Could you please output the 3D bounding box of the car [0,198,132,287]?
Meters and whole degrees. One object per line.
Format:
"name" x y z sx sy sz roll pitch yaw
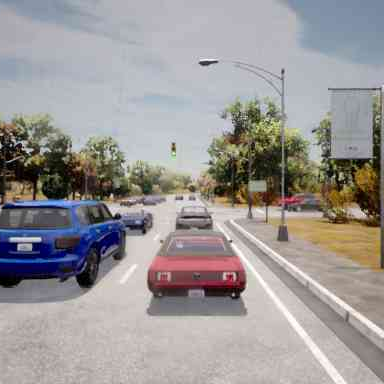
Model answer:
"car" -3.398 1.221 9.483 2.150 2.045 5.566 0 0 0

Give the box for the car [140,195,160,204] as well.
"car" -7.045 1.523 56.114 1.812 1.442 4.674 0 0 0

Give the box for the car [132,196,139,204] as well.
"car" -10.551 1.599 54.749 1.895 1.301 4.718 0 0 0

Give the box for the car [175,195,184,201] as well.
"car" -3.442 1.522 87.447 2.128 1.511 4.902 0 0 0

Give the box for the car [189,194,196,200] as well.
"car" 0.063 1.356 95.482 1.882 1.535 5.008 0 0 0

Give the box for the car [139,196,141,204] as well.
"car" -10.504 1.523 63.784 1.812 1.442 4.674 0 0 1

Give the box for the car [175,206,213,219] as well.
"car" 0.112 1.491 17.777 2.128 1.511 4.902 0 0 0

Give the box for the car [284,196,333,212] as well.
"car" 13.421 1.503 37.831 4.892 1.490 1.837 0 0 3

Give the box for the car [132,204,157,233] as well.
"car" -3.387 1.600 19.442 1.895 1.301 4.718 0 0 0

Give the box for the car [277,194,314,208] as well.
"car" 13.470 1.220 41.348 5.566 2.045 2.150 0 0 4

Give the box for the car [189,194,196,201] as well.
"car" 0.056 1.530 85.063 2.033 1.411 5.357 0 0 0

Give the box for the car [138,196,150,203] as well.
"car" -10.452 1.550 72.508 1.994 1.385 4.181 0 0 0

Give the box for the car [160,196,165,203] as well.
"car" -6.989 1.475 65.443 1.882 1.535 5.008 0 0 1

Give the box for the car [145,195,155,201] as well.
"car" -10.446 1.520 82.536 1.812 1.442 4.674 0 0 0

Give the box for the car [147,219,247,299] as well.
"car" 0.108 1.601 8.401 1.895 1.301 4.718 0 0 0
